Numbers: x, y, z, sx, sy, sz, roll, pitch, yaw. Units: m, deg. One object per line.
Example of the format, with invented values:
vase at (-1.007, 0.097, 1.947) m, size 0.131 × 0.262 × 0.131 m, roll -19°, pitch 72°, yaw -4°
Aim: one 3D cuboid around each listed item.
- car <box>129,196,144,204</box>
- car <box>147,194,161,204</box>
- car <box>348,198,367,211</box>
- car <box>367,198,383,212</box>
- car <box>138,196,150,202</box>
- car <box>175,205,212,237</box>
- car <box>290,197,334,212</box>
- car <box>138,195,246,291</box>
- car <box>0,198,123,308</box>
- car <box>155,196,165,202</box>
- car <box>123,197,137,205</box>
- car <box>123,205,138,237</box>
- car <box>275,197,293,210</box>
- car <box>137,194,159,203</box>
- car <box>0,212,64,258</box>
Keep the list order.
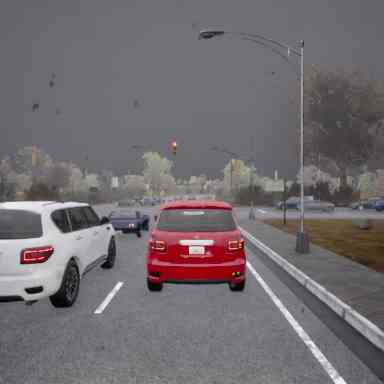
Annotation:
car at (-10.602, 1.563, 63.567) m, size 1.994 × 1.385 × 4.181 m, roll 0°, pitch 0°, yaw 1°
car at (-7.112, 1.353, 63.267) m, size 2.097 × 1.767 × 4.553 m, roll 0°, pitch 0°, yaw 0°
car at (21.725, 1.499, 40.569) m, size 4.892 × 1.490 × 1.837 m, roll 0°, pitch 0°, yaw 3°
car at (23.079, 1.212, 36.990) m, size 5.566 × 2.045 × 2.150 m, roll 0°, pitch 0°, yaw 3°
car at (-10.568, 1.552, 73.679) m, size 1.994 × 1.385 × 4.181 m, roll 0°, pitch 0°, yaw 0°
car at (0.084, 1.526, 18.824) m, size 1.812 × 1.442 × 4.674 m, roll 0°, pitch 0°, yaw 0°
car at (13.743, 1.564, 37.491) m, size 4.181 × 1.385 × 1.994 m, roll 0°, pitch 0°, yaw 3°
car at (0.090, 1.221, 9.131) m, size 2.150 × 2.045 × 5.566 m, roll 0°, pitch 0°, yaw 0°
car at (-3.407, 1.221, 8.069) m, size 2.150 × 2.045 × 5.566 m, roll 0°, pitch 0°, yaw 0°
car at (-7.067, 1.595, 73.497) m, size 1.895 × 1.301 × 4.718 m, roll 0°, pitch 0°, yaw 0°
car at (-10.657, 1.601, 54.423) m, size 1.895 × 1.301 × 4.718 m, roll 0°, pitch 0°, yaw 1°
car at (-3.415, 1.601, 17.837) m, size 1.895 × 1.301 × 4.718 m, roll 0°, pitch 0°, yaw 0°
car at (12.594, 1.352, 41.060) m, size 4.553 × 1.767 × 2.097 m, roll 0°, pitch 0°, yaw 3°
car at (-7.124, 1.352, 54.364) m, size 2.097 × 1.767 × 4.553 m, roll 0°, pitch 0°, yaw 0°
car at (-7.113, 1.601, 13.658) m, size 1.895 × 1.301 × 4.718 m, roll 0°, pitch 0°, yaw 0°
